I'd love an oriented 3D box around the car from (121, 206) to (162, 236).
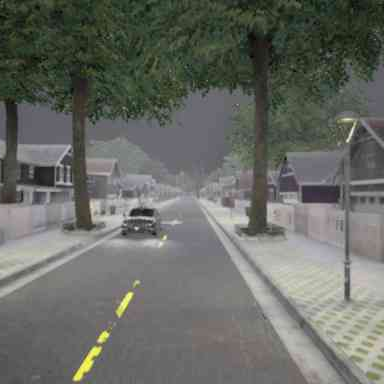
[{"bbox_3d":[-2.757,1.603,19.032,1.837,1.490,4.892,0,-1,0],"label":"car"}]
